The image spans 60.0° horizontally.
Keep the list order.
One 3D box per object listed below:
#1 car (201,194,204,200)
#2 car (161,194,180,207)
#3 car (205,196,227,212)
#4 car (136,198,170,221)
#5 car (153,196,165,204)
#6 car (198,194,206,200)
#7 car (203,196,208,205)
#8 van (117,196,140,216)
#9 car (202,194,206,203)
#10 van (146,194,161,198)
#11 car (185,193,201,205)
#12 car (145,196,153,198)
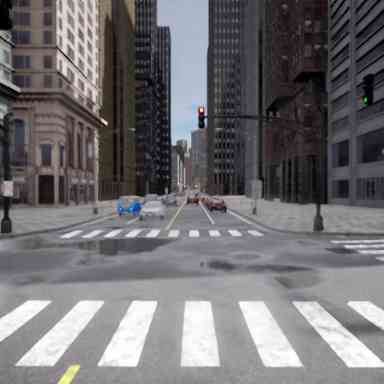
[{"bbox_3d":[2.797,1.399,53.105,1.752,1.417,4.829,0,0,0],"label":"car"},{"bbox_3d":[-3.061,1.389,47.808,1.837,1.490,4.892,0,0,0],"label":"car"},{"bbox_3d":[2.793,1.453,36.359,1.887,1.381,4.507,0,0,0],"label":"car"},{"bbox_3d":[-3.087,1.455,26.990,1.812,1.442,4.674,0,0,0],"label":"car"},{"bbox_3d":[-5.748,1.445,58.481,1.802,1.307,4.206,0,0,0],"label":"car"},{"bbox_3d":[2.806,1.238,91.613,1.967,1.590,4.097,0,0,0],"label":"car"},{"bbox_3d":[2.795,1.441,41.884,1.887,1.381,4.507,0,0,0],"label":"car"},{"bbox_3d":[-5.766,1.261,30.856,1.690,1.788,3.998,0,0,0],"label":"van"},{"bbox_3d":[2.796,1.430,47.410,1.887,1.381,4.507,0,0,0],"label":"car"},{"bbox_3d":[-5.755,1.226,47.430,1.690,1.788,3.998,0,0,0],"label":"van"},{"bbox_3d":[0.077,1.346,55.695,1.882,1.535,5.008,0,0,0],"label":"car"},{"bbox_3d":[-5.762,1.453,36.381,1.887,1.381,4.507,0,0,0],"label":"car"}]
